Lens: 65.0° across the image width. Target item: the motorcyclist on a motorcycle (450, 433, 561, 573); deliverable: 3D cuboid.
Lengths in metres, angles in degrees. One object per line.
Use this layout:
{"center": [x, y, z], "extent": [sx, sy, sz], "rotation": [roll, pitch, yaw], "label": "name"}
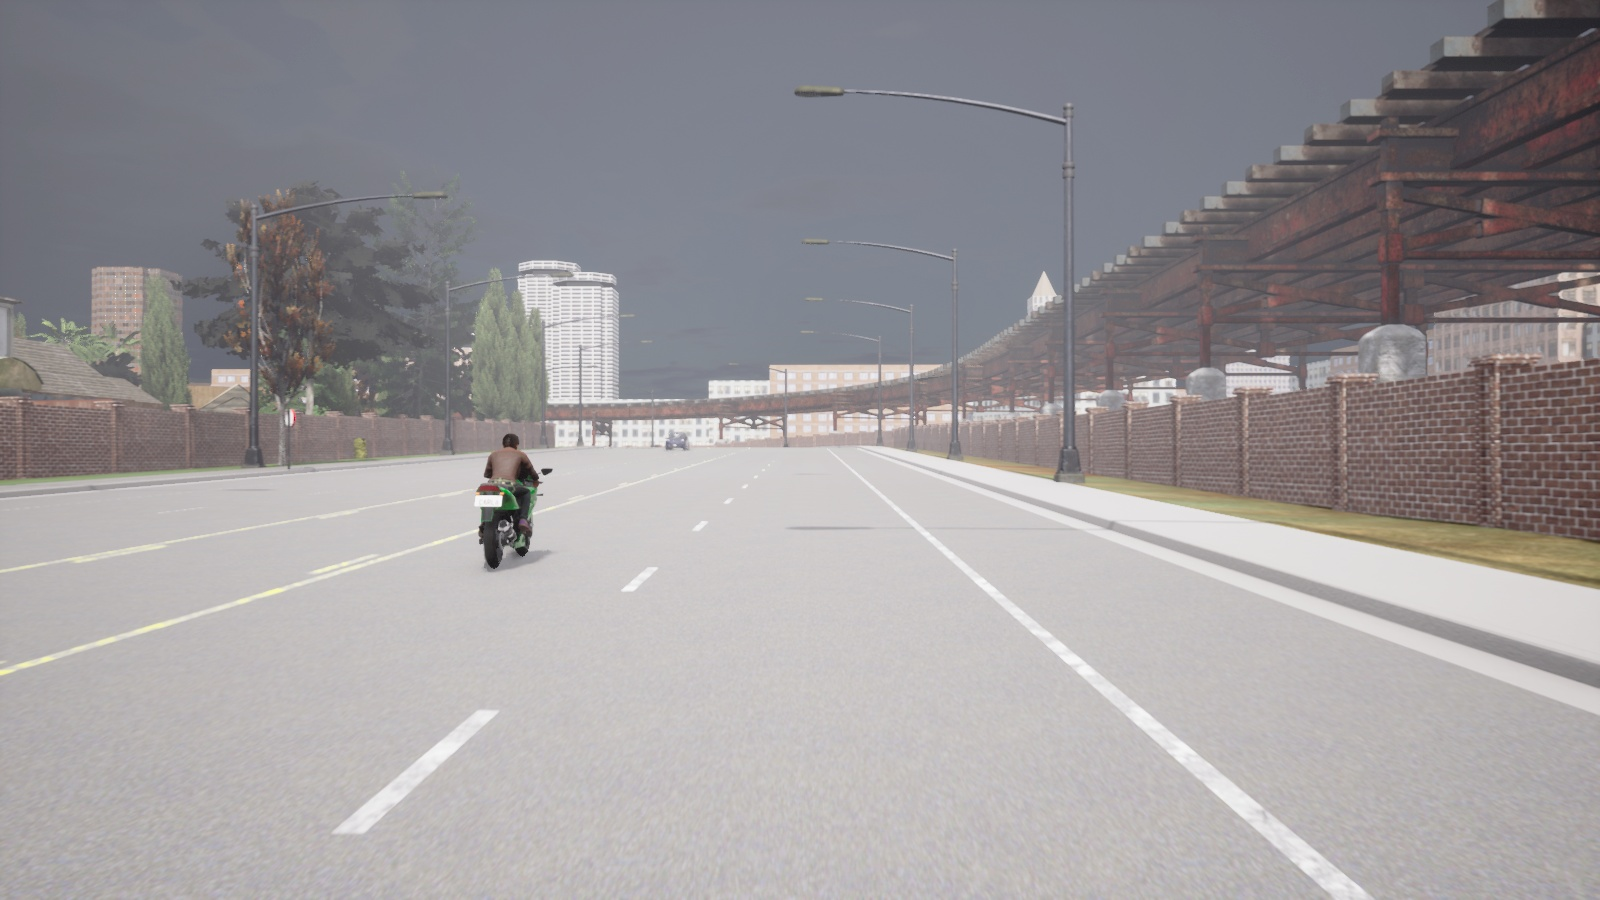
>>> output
{"center": [-3.398, 0.558, 14.679], "extent": [0.797, 1.523, 2.044], "rotation": [0, 1, 0], "label": "motorcyclist on a motorcycle"}
